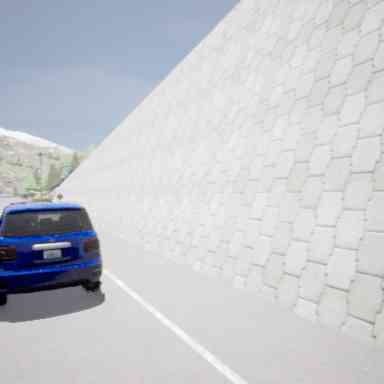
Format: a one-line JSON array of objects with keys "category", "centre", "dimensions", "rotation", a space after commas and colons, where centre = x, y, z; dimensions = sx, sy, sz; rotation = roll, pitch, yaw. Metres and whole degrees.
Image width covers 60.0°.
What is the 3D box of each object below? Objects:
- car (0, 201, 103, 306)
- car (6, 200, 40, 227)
[{"category": "car", "centre": [-3.871, 1.268, 8.557], "dimensions": [2.150, 2.045, 5.566], "rotation": [-2, 0, -28]}, {"category": "car", "centre": [-12.834, 1.526, 25.193], "dimensions": [2.097, 1.767, 4.553], "rotation": [-2, 0, -28]}]
